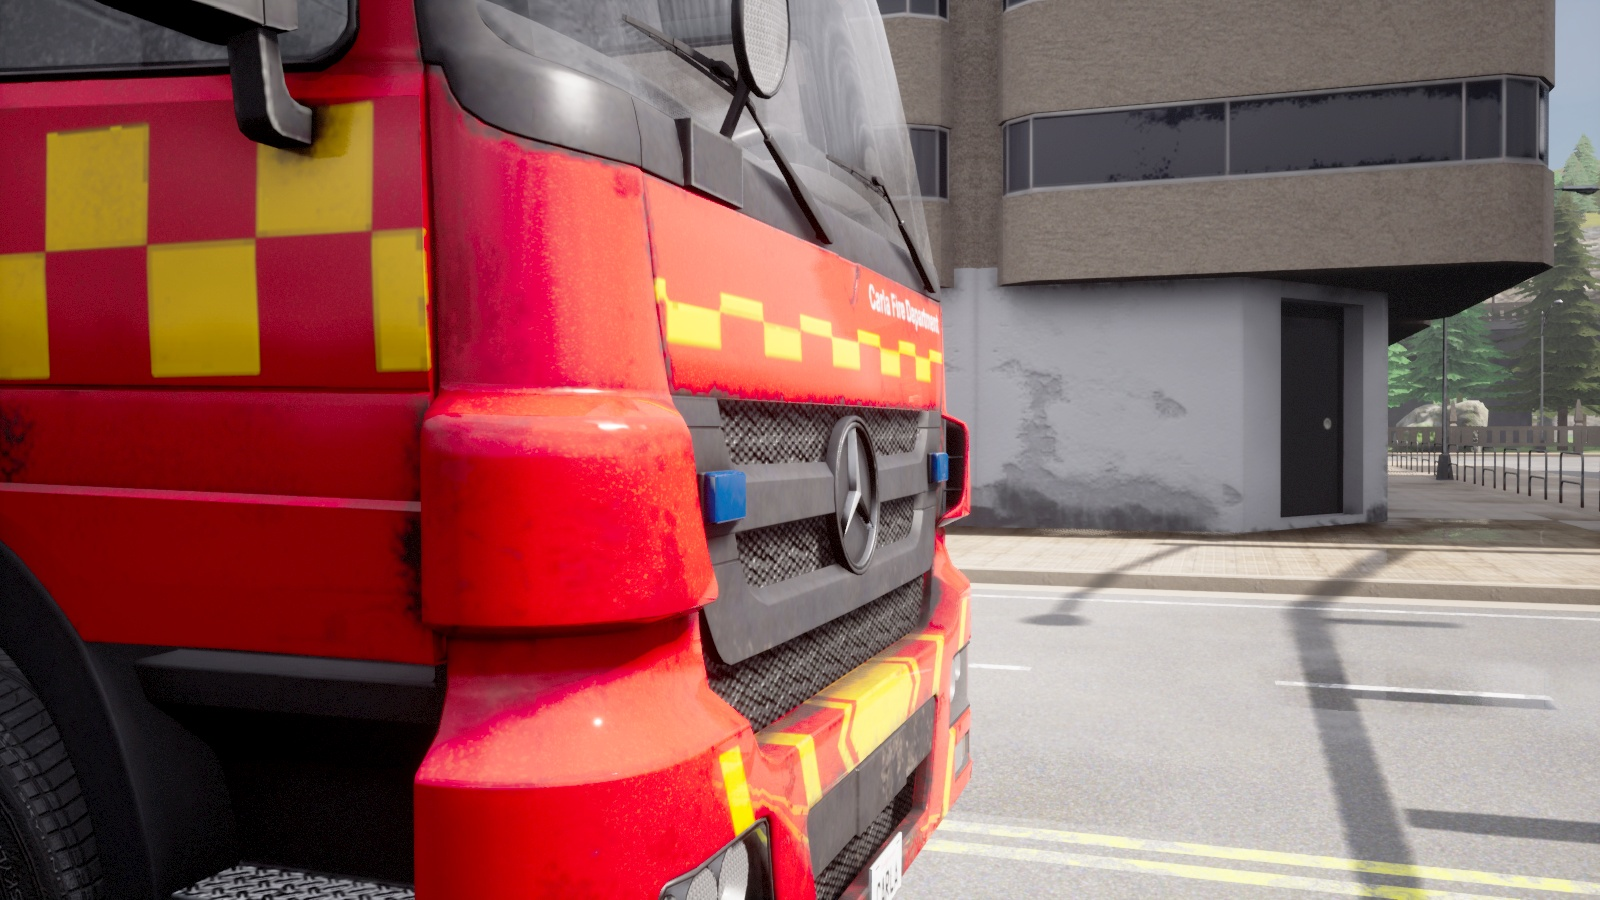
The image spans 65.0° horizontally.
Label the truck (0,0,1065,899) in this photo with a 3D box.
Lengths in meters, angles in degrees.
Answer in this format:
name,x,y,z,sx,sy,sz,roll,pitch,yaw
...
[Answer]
name,x,y,z,sx,sy,sz,roll,pitch,yaw
truck,-3.556,-0.421,4.371,8.468,3.827,2.891,1,1,19
